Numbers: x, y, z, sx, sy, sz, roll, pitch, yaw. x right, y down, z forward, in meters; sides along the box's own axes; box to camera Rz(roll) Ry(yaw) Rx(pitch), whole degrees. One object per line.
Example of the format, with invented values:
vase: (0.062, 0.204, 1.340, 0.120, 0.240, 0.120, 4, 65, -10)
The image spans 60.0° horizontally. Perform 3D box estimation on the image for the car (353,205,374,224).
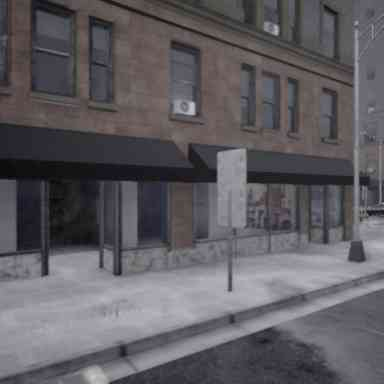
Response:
car: (10.523, 1.403, 25.202, 2.192, 1.841, 5.009, 0, 0, -35)

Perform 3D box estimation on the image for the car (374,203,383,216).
car: (17.063, 1.647, 29.854, 1.947, 1.339, 4.313, 0, 0, -35)
